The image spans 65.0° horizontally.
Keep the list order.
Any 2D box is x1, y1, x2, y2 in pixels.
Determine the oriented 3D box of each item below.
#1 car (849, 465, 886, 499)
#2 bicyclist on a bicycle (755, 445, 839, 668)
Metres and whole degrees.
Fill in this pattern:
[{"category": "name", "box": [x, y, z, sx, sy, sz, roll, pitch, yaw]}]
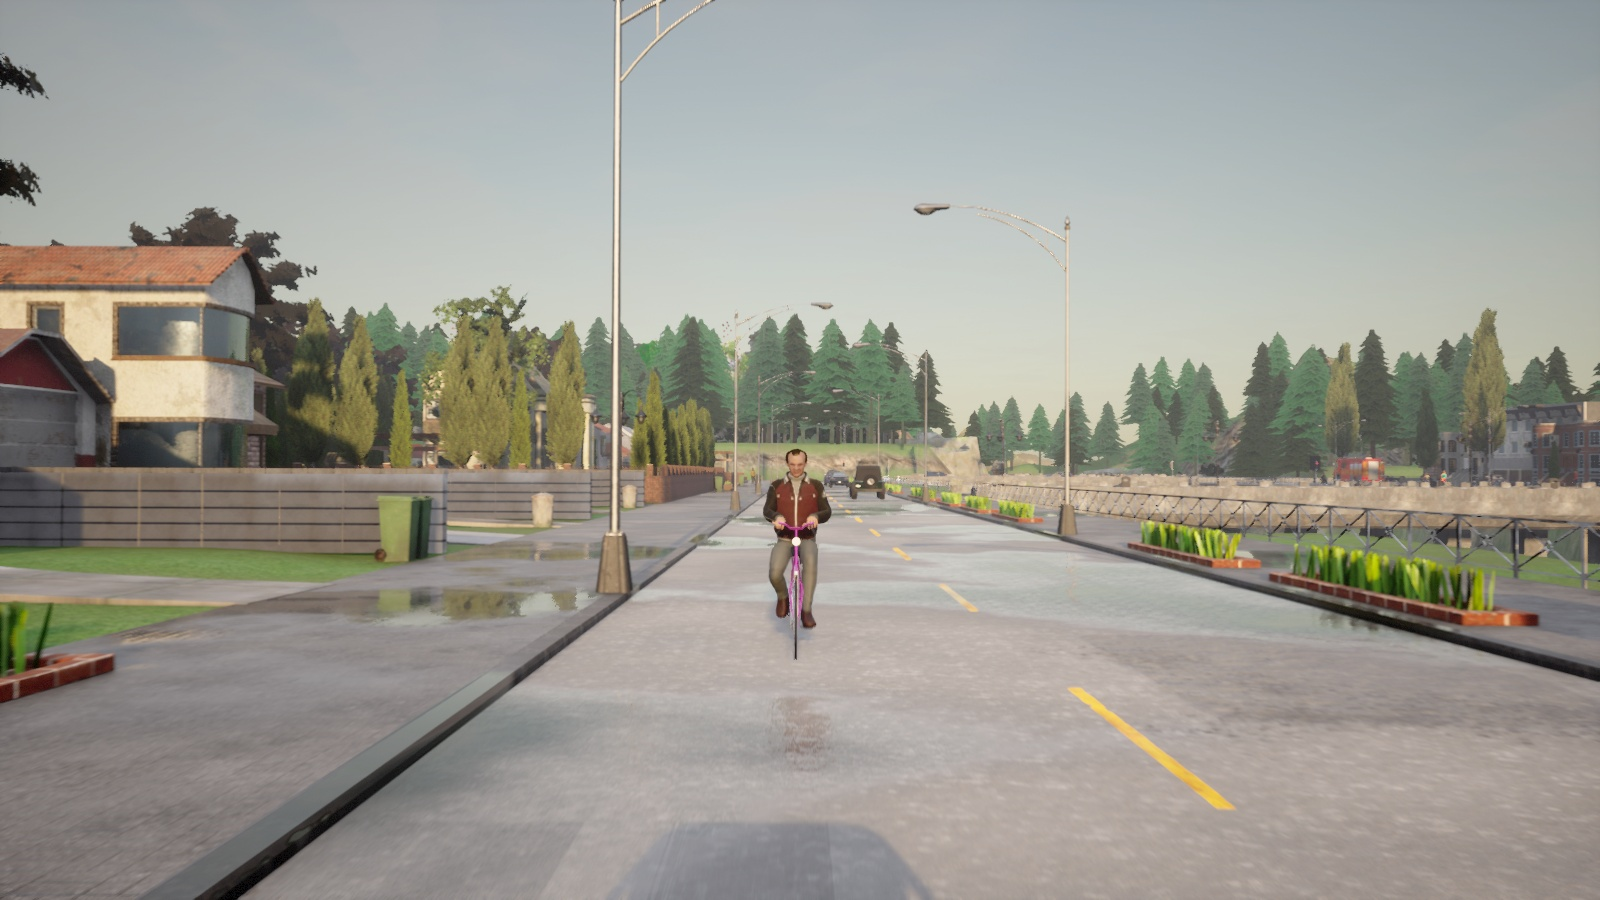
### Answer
[{"category": "car", "box": [3.831, 1.794, 71.608, 1.905, 1.878, 3.866, 0, -1, 0]}, {"category": "bicyclist on a bicycle", "box": [-0.026, 0.868, 10.933, 0.659, 1.776, 1.843, 0, -1, 0]}]
